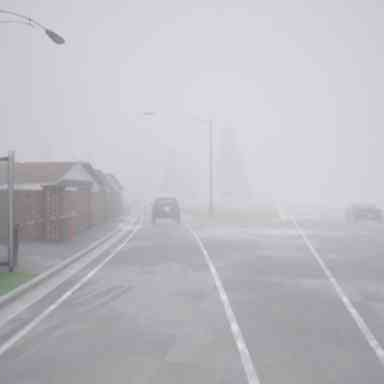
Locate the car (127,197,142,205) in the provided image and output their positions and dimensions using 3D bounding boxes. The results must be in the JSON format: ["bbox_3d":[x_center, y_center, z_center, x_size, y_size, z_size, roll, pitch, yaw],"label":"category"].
[{"bbox_3d":[-11.686,2.052,69.918,2.128,1.511,4.902,0,0,-19],"label":"car"}]

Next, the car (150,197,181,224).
[{"bbox_3d":[-2.190,1.421,27.019,2.150,2.045,5.566,0,0,-8],"label":"car"}]

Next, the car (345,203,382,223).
[{"bbox_3d":[13.797,1.625,26.976,1.882,1.535,5.008,0,0,14],"label":"car"}]

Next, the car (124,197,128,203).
[{"bbox_3d":[-15.033,1.970,79.476,1.812,1.442,4.674,0,0,-22],"label":"car"}]
